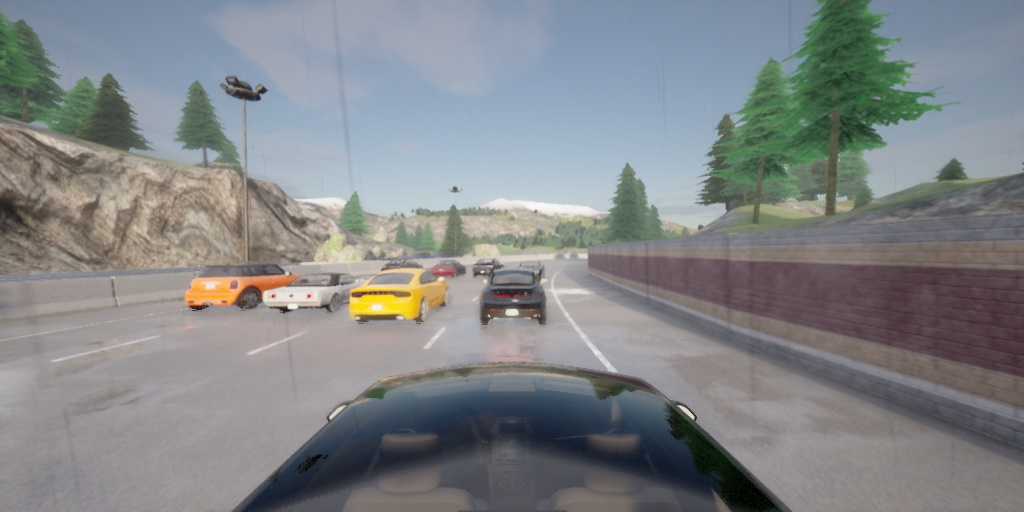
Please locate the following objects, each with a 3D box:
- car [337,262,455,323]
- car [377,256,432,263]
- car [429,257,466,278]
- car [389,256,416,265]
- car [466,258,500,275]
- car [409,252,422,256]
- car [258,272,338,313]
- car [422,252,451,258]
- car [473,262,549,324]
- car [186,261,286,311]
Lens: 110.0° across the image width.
[{"bbox_3d":[-3.393,1.138,11.723,1.882,1.535,5.008,-1,1,2],"label":"car"},{"bbox_3d":[-8.744,0.990,29.306,2.128,1.511,4.902,0,1,9],"label":"car"},{"bbox_3d":[-5.134,1.021,29.720,1.994,1.385,4.181,0,1,9],"label":"car"},{"bbox_3d":[-18.737,0.706,61.405,1.837,1.490,4.892,0,1,20],"label":"car"},{"bbox_3d":[-1.771,0.929,28.631,2.128,1.511,4.902,0,1,9],"label":"car"},{"bbox_3d":[-15.607,0.412,59.793,2.150,2.045,5.566,0,1,20],"label":"car"},{"bbox_3d":[-6.802,1.273,13.535,1.895,1.301,4.718,-1,1,3],"label":"car"},{"bbox_3d":[-11.999,0.379,59.425,2.150,2.045,5.566,0,1,20],"label":"car"},{"bbox_3d":[0.096,1.135,11.415,1.837,1.490,4.892,-1,1,2],"label":"car"},{"bbox_3d":[-10.241,1.046,14.449,2.097,1.767,4.553,-1,1,3],"label":"car"}]
